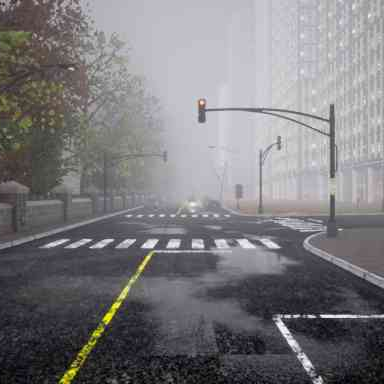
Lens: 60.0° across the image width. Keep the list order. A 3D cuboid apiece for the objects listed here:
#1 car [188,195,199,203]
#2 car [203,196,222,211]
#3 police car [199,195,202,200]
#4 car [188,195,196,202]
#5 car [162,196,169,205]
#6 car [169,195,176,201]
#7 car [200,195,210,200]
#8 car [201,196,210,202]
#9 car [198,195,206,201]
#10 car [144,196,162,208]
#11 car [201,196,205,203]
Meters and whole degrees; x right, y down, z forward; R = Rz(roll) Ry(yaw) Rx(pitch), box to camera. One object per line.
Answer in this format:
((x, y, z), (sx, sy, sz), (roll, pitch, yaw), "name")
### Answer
((0.042, 1.566, 71.027), (2.128, 1.511, 4.902), (0, 0, 0), "car")
((2.689, 1.587, 41.506), (1.947, 1.339, 4.313), (0, 0, 0), "car")
((3.132, 1.478, 69.928), (1.930, 1.638, 5.238), (0, 0, 0), "police car")
((-0.004, 1.570, 80.044), (1.837, 1.490, 4.892), (0, 0, 0), "car")
((-5.691, 1.478, 58.404), (1.967, 1.590, 4.097), (0, 0, 0), "car")
((-5.692, 1.626, 86.565), (1.887, 1.381, 4.507), (0, 0, 0), "car")
((2.689, 1.597, 52.771), (1.947, 1.339, 4.313), (0, 0, 0), "car")
((3.146, 1.590, 76.818), (1.812, 1.442, 4.674), (0, 0, 0), "car")
((2.688, 1.642, 92.197), (2.008, 1.369, 4.403), (0, 0, 0), "car")
((-5.691, 1.608, 47.138), (1.802, 1.307, 4.206), (0, 0, 0), "car")
((2.689, 1.592, 47.139), (1.947, 1.339, 4.313), (0, 0, 0), "car")
